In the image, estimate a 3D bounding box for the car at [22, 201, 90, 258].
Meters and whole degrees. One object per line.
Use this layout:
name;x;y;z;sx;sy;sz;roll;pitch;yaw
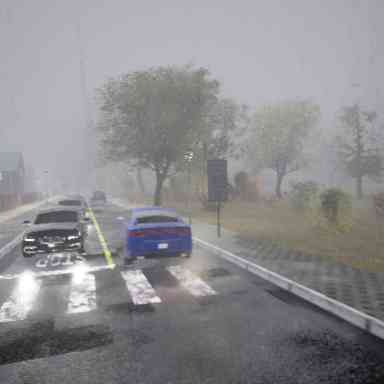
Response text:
car;-4.877;1.307;12.265;1.837;1.490;4.892;-2;1;-16

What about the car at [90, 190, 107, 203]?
car;-13.316;0.558;47.075;2.097;1.767;4.553;-2;1;-18

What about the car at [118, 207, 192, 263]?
car;-1.387;1.228;11.151;1.882;1.535;5.008;-1;1;-15

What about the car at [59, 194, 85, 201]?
car;-8.014;1.152;21.885;1.837;1.490;4.892;-2;1;-18
